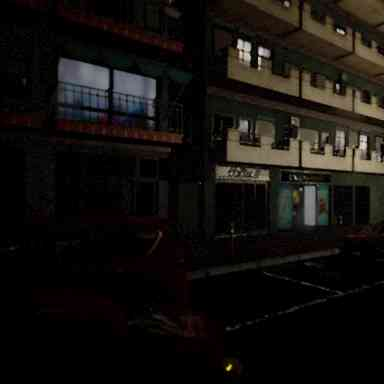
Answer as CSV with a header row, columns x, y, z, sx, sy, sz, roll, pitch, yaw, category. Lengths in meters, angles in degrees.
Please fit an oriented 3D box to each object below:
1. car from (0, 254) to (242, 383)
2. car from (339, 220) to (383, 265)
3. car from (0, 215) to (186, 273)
x,y,z,sx,sy,sz,roll,pitch,yaw,category
-1.722,1.523,2.151,4.674,1.442,1.812,1,0,-35,car
6.852,1.650,11.430,4.507,1.381,1.887,1,0,-35,car
-2.374,1.321,4.869,5.009,1.841,2.192,1,0,-35,car
